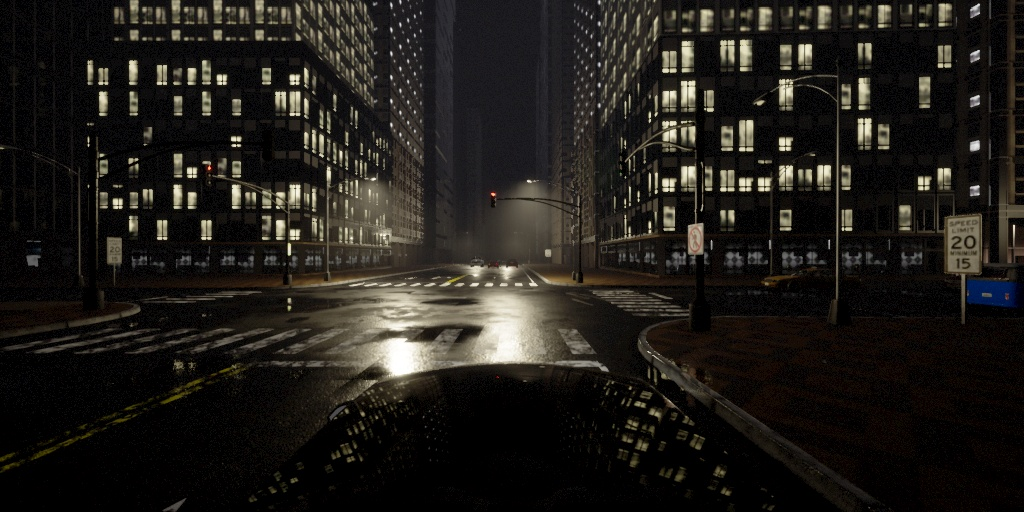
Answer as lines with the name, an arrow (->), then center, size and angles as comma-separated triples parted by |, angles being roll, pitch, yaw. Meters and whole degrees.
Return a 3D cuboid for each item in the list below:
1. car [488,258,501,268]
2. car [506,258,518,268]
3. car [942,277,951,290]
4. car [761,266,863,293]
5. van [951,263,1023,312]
car -> -3.245, 1.460, 63.190 | 1.895, 1.301, 4.718 | 0, 0, 0
car -> 0.005, 1.212, 63.546 | 2.097, 1.767, 4.553 | 0, 0, 0
car -> 26.923, 1.356, 20.089 | 4.207, 1.307, 1.802 | 0, 0, 2
car -> 17.089, 1.293, 20.574 | 4.829, 1.417, 1.751 | 0, 0, 2
van -> 18.359, 1.119, 12.402 | 3.998, 1.789, 1.690 | 0, 0, 2
